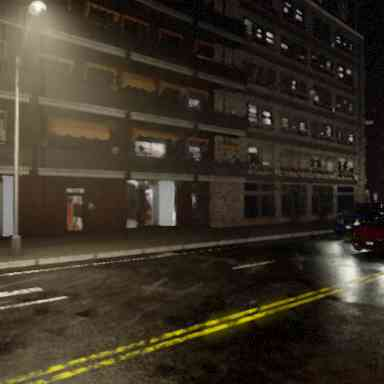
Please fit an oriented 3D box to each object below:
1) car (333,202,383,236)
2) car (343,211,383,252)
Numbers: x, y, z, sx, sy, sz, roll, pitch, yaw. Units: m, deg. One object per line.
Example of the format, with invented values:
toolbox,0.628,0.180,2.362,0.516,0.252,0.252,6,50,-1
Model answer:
car,10.914,1.657,20.382,5.566,2.045,2.150,1,-1,-39
car,8.978,1.798,14.711,5.008,1.535,1.882,1,-1,-38
